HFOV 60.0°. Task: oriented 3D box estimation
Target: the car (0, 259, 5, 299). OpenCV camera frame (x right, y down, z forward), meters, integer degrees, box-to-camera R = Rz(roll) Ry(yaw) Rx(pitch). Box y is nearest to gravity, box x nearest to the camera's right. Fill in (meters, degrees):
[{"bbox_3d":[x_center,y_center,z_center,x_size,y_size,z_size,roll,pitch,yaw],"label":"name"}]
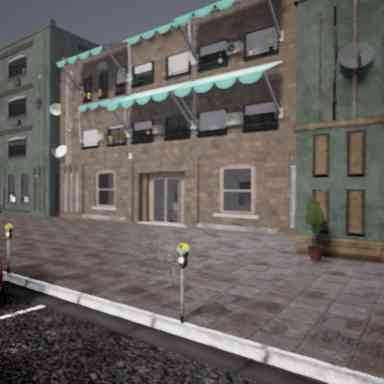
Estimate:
[{"bbox_3d":[-5.759,1.435,6.983,4.097,1.590,1.967,0,1,36],"label":"car"}]
